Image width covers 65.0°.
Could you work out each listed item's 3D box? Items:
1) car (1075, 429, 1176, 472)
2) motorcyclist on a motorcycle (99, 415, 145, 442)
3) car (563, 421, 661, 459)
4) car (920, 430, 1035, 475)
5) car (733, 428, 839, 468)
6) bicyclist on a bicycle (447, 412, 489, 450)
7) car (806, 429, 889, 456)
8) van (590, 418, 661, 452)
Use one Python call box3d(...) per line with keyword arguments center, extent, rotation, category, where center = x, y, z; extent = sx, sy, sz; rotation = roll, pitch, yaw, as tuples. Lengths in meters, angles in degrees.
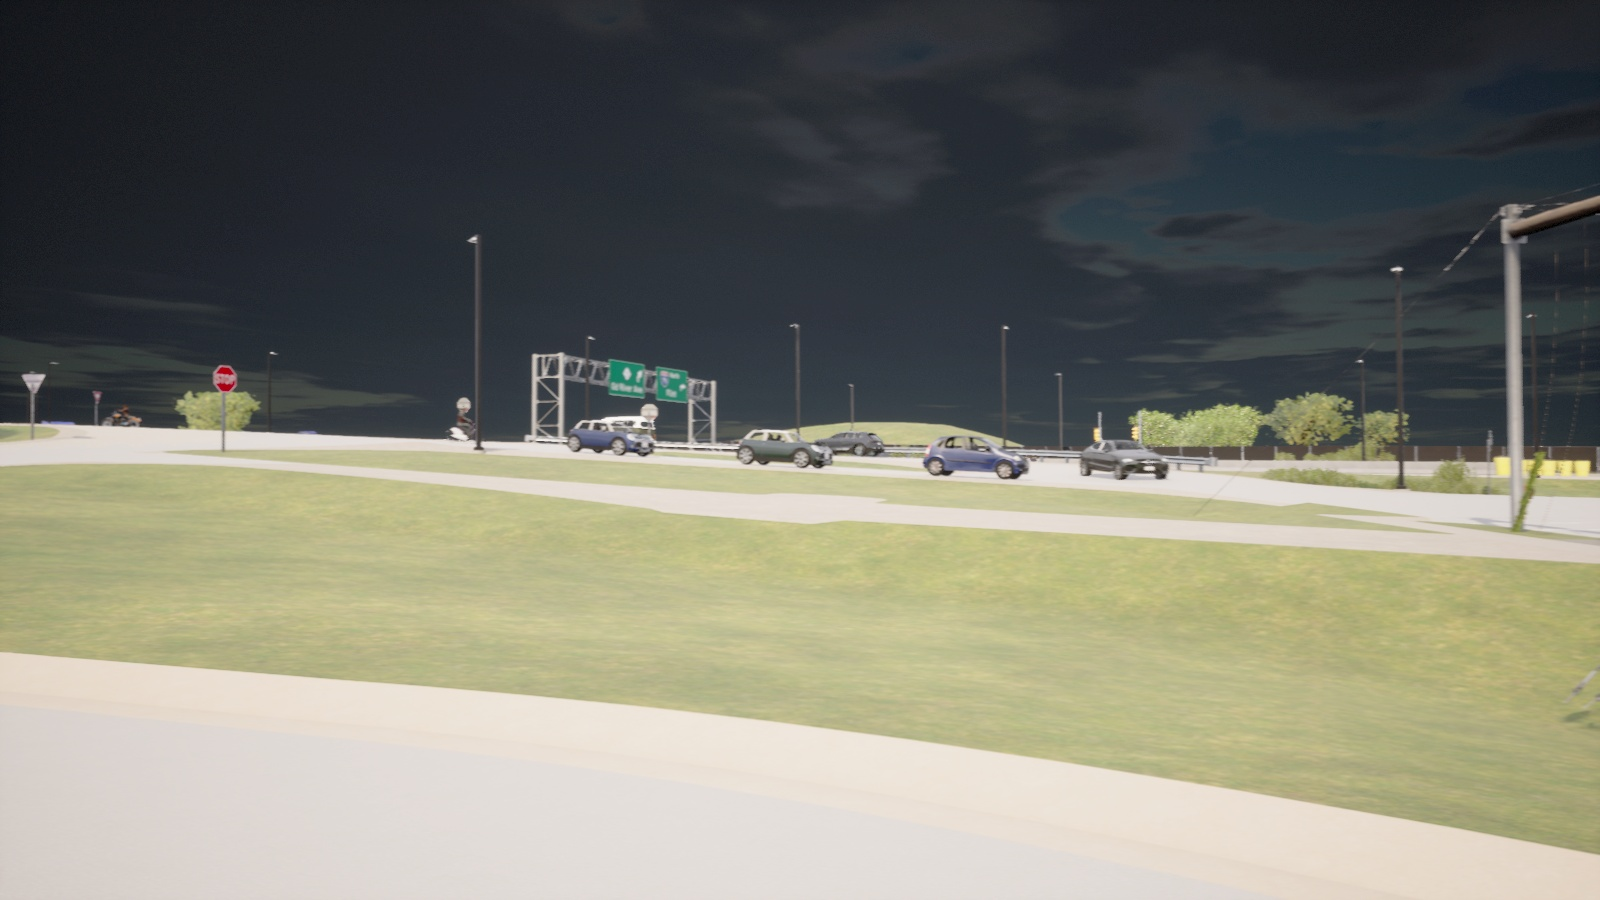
box3d(center=(13.794, -0.018, 53.536), extent=(2.152, 1.651, 5.027), rotation=(-1, 2, -12), category="car")
box3d(center=(-42.414, -1.324, 78.565), extent=(2.350, 1.649, 0.766), rotation=(1, -1, -5), category="motorcyclist on a motorcycle")
box3d(center=(-8.271, -0.433, 55.249), extent=(3.806, 1.475, 1.970), rotation=(3, 1, 31), category="car")
box3d(center=(6.848, 0.091, 48.364), extent=(3.988, 1.617, 1.851), rotation=(2, 0, 22), category="car")
box3d(center=(-0.568, -0.088, 51.605), extent=(3.806, 1.475, 1.970), rotation=(2, 0, 24), category="car")
box3d(center=(-16.203, -0.898, 61.307), extent=(1.843, 1.776, 0.659), rotation=(2, -2, -27), category="bicyclist on a bicycle")
box3d(center=(2.995, -0.468, 79.360), extent=(4.856, 1.649, 2.033), rotation=(1, 0, 31), category="car")
box3d(center=(-11.436, -0.952, 82.108), extent=(4.480, 2.038, 2.069), rotation=(0, -2, 40), category="van")
